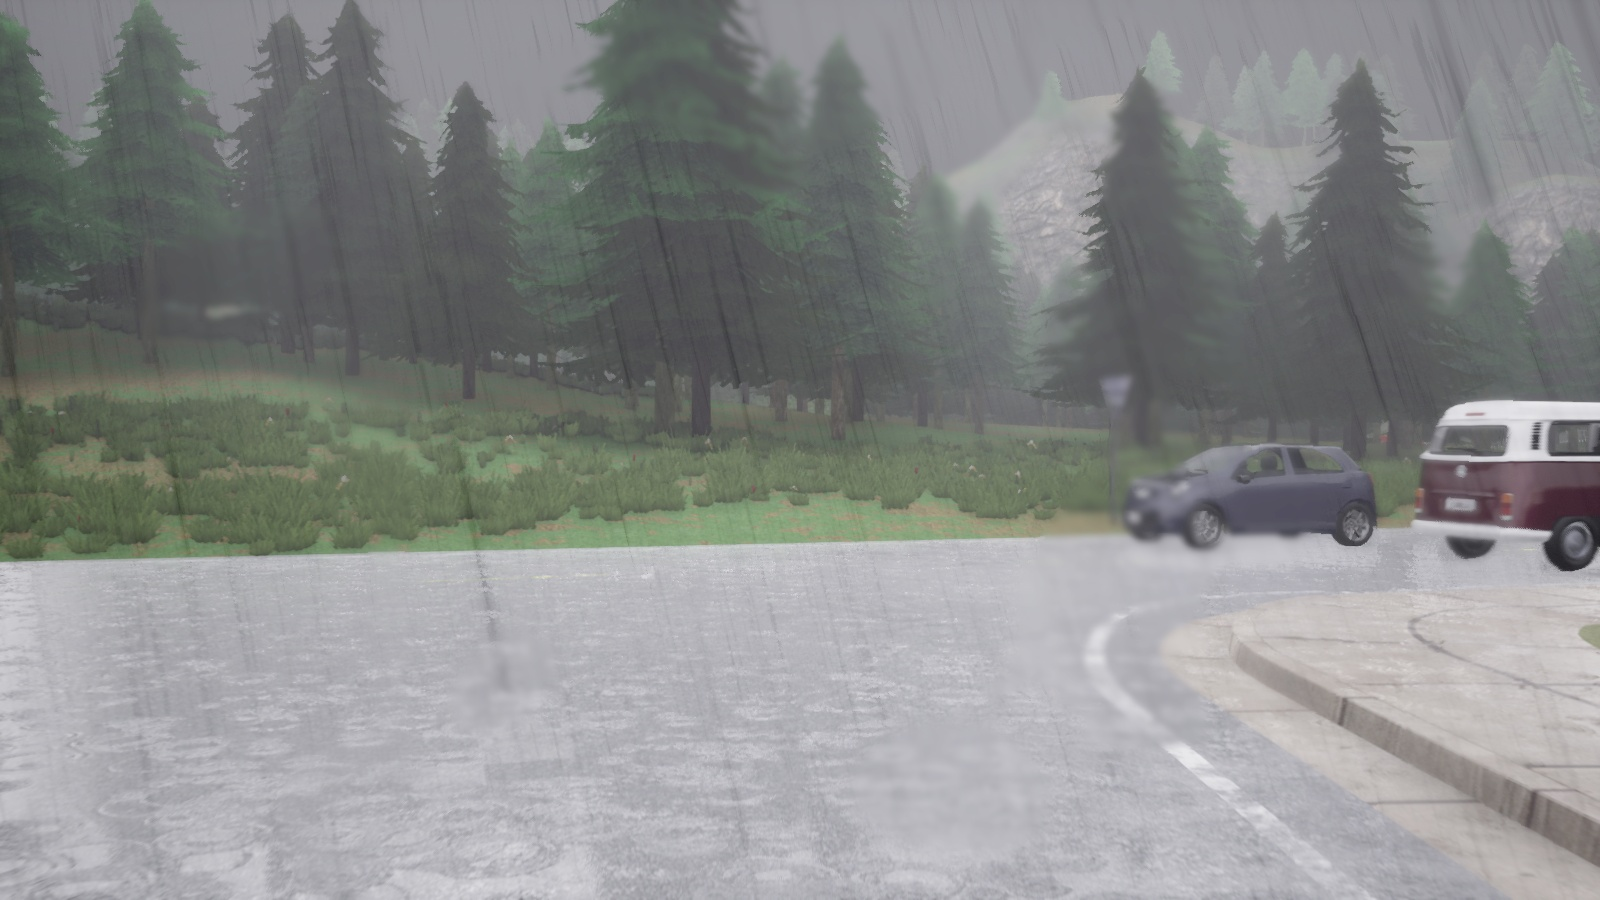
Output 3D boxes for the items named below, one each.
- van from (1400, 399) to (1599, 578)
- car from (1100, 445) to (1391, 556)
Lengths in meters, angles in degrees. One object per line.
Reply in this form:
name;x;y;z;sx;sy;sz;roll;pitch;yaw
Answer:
van;10.234;0.425;15.925;4.480;2.038;2.069;0;0;-16
car;6.521;0.691;18.510;3.633;1.501;1.845;0;0;-16
